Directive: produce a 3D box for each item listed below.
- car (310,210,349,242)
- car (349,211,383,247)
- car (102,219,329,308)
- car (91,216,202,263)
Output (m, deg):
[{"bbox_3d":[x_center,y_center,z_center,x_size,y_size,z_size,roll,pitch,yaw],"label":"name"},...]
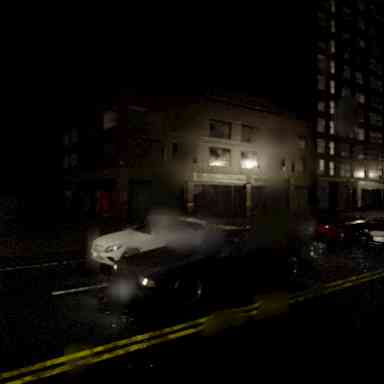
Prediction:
[{"bbox_3d":[7.181,1.598,16.666,4.181,1.385,1.994,0,0,-35],"label":"car"},{"bbox_3d":[9.069,1.525,14.020,4.902,1.511,2.128,0,0,-35],"label":"car"},{"bbox_3d":[0.811,1.560,8.146,5.357,1.411,2.033,0,0,-35],"label":"car"},{"bbox_3d":[-0.892,1.539,10.939,4.674,1.442,1.812,0,0,-35],"label":"car"}]
